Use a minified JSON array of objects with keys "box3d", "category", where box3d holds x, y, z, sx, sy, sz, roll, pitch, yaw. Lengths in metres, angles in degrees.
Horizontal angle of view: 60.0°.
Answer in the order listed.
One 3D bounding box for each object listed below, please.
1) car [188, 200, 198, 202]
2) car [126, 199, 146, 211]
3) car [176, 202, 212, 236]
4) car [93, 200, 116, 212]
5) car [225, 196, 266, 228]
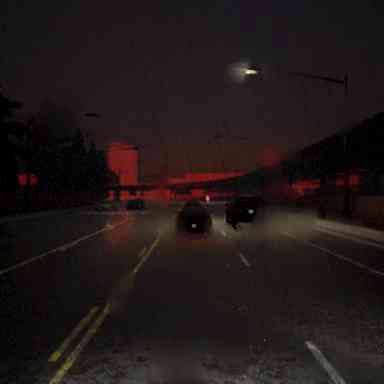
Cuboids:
[{"box3d":[0.097,1.705,40.083,1.994,1.385,4.181,0,0,0],"category":"car"},{"box3d":[-7.091,1.627,42.549,1.882,1.535,5.008,0,0,0],"category":"car"},{"box3d":[0.097,1.545,19.047,1.882,1.535,5.008,0,0,0],"category":"car"},{"box3d":[-10.595,1.669,40.791,1.812,1.442,4.674,0,0,0],"category":"car"},{"box3d":[3.598,1.302,22.956,2.150,2.045,5.566,0,0,0],"category":"car"}]
